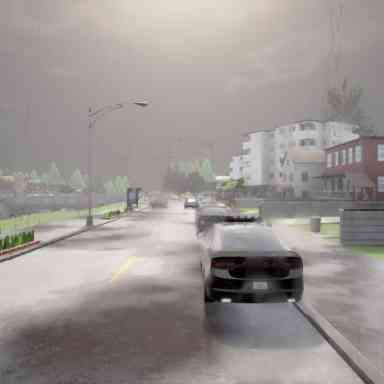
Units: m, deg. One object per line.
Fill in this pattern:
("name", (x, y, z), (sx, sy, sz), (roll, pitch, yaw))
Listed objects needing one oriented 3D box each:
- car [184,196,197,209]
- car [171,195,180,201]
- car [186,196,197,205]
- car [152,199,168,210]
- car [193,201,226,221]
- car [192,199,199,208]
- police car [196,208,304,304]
("car", (-0.050, 1.564, 45.779), (1.994, 1.385, 4.181), (0, 0, 0))
("car", (-4.140, 1.525, 83.330), (1.812, 1.442, 4.674), (0, 0, 0))
("car", (-0.097, 1.478, 59.104), (1.882, 1.535, 5.008), (0, 0, 0))
("car", (-4.174, 1.601, 43.706), (1.895, 1.301, 4.718), (0, 0, 0))
("car", (1.169, 1.478, 18.264), (1.882, 1.535, 5.008), (0, 0, 0))
("car", (1.159, 1.506, 24.264), (1.837, 1.490, 4.892), (0, 0, 0))
("police car", (1.186, 1.425, 8.374), (1.930, 1.638, 5.238), (0, 0, 0))
